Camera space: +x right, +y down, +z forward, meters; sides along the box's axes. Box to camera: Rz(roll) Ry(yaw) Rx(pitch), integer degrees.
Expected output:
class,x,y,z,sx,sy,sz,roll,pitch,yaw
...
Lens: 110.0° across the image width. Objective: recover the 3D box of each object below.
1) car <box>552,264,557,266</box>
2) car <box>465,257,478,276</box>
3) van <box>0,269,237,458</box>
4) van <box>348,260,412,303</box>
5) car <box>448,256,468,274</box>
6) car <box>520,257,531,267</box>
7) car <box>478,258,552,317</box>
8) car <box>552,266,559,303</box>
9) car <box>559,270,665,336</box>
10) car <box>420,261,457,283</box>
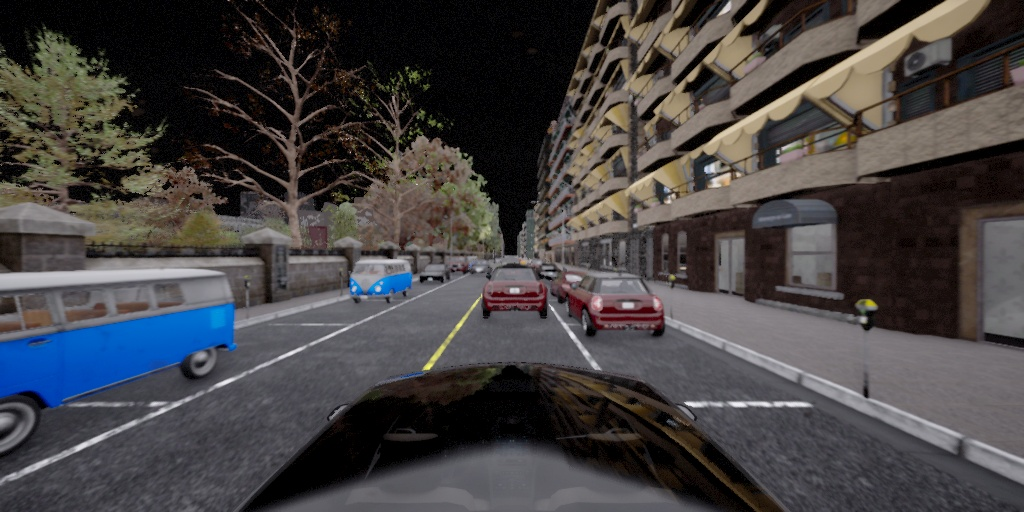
class,x,y,z,sx,sy,sz,roll,pitch,yaw
car,2.694,1.245,27.147,1.948,1.339,4.313,0,0,0
car,-3.091,1.149,36.128,2.128,1.511,4.902,0,0,0
van,-5.689,1.083,4.627,1.690,1.789,3.998,0,0,0
van,-5.688,1.051,15.888,1.690,1.789,3.998,0,0,0
car,-5.684,0.967,38.408,2.192,1.841,5.009,0,0,0
car,2.359,1.063,63.508,1.801,1.575,5.366,0,0,0
car,0.091,1.069,13.072,2.097,1.767,4.553,0,0,0
car,2.693,1.292,15.887,1.802,1.307,4.207,0,0,0
car,2.692,1.166,10.256,1.967,1.591,4.097,0,0,0
car,-5.686,1.245,27.148,1.948,1.339,4.313,0,0,0
